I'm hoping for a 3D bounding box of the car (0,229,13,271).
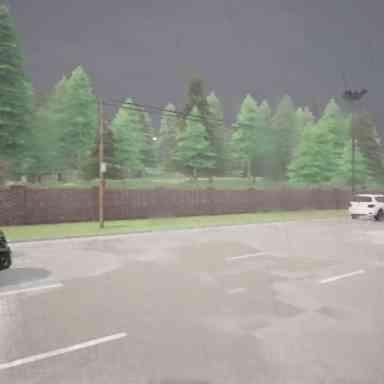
[{"bbox_3d":[-7.106,1.221,7.276,5.566,2.045,2.150,0,0,-35],"label":"car"}]

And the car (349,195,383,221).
[{"bbox_3d":[15.223,1.236,27.494,5.566,2.045,2.150,0,0,-35],"label":"car"}]
